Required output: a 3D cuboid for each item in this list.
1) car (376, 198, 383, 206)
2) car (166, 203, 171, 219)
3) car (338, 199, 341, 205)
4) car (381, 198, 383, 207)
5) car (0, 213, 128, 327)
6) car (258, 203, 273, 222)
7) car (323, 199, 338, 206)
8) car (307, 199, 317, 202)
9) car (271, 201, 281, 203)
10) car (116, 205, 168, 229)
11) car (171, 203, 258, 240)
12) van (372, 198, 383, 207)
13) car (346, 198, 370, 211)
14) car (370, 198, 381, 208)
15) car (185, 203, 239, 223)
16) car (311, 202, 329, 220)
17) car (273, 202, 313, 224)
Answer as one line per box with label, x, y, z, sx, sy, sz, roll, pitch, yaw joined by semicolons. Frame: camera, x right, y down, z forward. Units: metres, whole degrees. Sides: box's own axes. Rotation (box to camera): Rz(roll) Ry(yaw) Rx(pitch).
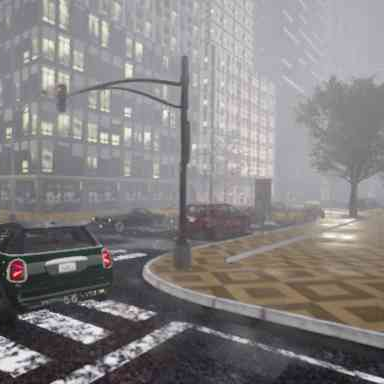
car;41.652;2.205;72.884;1.967;1.590;4.097;1;0;36
car;-2.083;1.619;27.848;1.752;1.417;4.829;1;0;36
car;31.545;2.120;73.312;2.008;1.369;4.403;1;0;36
car;34.943;2.218;63.814;1.887;1.381;4.507;1;0;36
car;-3.582;1.423;7.493;2.097;1.767;4.553;0;-2;-41
car;4.589;1.791;27.127;1.994;1.385;4.181;1;0;37
car;28.193;2.105;68.779;1.802;1.307;4.206;1;0;36
car;21.387;1.955;59.577;1.752;1.417;4.829;1;0;36
car;7.814;1.819;36.840;1.994;1.385;4.181;1;0;37
car;-3.966;1.683;20.939;1.895;1.301;4.718;1;0;36
car;1.405;1.511;18.469;2.192;1.841;5.009;1;0;36
van;38.300;2.061;68.349;1.690;1.788;3.998;1;0;36
car;24.883;1.850;50.211;2.192;1.841;5.009;1;0;36
car;31.592;1.942;59.280;2.192;1.841;5.009;1;0;36
car;1.830;1.715;28.774;2.033;1.411;5.357;1;0;37
car;11.464;1.926;32.073;1.802;1.307;4.206;1;0;36
car;8.211;1.822;27.674;1.752;1.417;4.829;1;0;36
